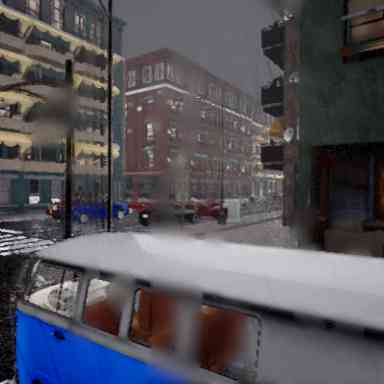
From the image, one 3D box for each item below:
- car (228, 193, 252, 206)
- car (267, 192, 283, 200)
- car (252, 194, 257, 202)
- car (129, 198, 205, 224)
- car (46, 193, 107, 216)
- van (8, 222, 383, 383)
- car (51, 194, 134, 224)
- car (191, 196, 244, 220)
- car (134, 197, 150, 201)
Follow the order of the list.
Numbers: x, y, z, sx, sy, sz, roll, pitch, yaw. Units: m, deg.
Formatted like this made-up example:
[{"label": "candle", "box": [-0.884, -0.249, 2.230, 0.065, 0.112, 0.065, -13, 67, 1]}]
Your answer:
[{"label": "car", "box": [4.836, 1.025, 38.838, 1.895, 1.301, 4.718, 1, 1, 35]}, {"label": "car", "box": [14.226, 0.677, 56.690, 1.947, 1.339, 4.313, 2, 2, 35]}, {"label": "car", "box": [7.819, 0.837, 47.576, 1.947, 1.339, 4.313, 2, 2, 35]}, {"label": "car", "box": [-1.369, 1.322, 19.940, 1.947, 1.339, 4.313, 2, 2, 35]}, {"label": "car", "box": [-8.198, 0.988, 24.785, 2.192, 1.841, 5.009, 2, 2, 35]}, {"label": "van", "box": [0.102, 1.338, 2.793, 3.998, 1.788, 1.690, 0, 1, 36]}, {"label": "car", "box": [-6.574, 1.188, 22.621, 1.882, 1.535, 5.008, 1, 1, 35]}, {"label": "car", "box": [1.835, 1.257, 24.497, 1.802, 1.307, 4.206, 2, 2, 35]}, {"label": "car", "box": [-4.997, 1.137, 29.348, 1.887, 1.381, 4.507, 2, 2, 35]}]
